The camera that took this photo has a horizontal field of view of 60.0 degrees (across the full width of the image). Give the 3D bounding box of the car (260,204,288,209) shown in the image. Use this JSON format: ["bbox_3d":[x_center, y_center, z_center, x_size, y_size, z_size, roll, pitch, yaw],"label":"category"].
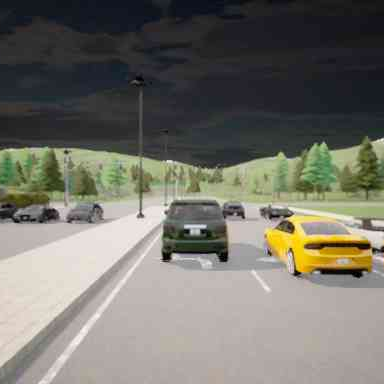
[{"bbox_3d":[7.069,1.681,28.411,1.895,1.301,4.718,0,0,0],"label":"car"}]

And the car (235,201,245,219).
[{"bbox_3d":[3.559,1.589,29.927,1.837,1.490,4.892,0,0,0],"label":"car"}]

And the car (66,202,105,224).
[{"bbox_3d":[-8.111,1.577,25.620,1.837,1.490,4.892,0,0,0],"label":"car"}]

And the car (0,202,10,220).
[{"bbox_3d":[-15.110,1.577,25.562,1.837,1.490,4.892,0,0,0],"label":"car"}]

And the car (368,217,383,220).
[{"bbox_3d":[7.100,1.638,13.184,1.895,1.301,4.718,0,0,0],"label":"car"}]

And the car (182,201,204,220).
[{"bbox_3d":[0.060,1.588,29.767,1.837,1.490,4.892,0,0,0],"label":"car"}]

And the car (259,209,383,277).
[{"bbox_3d":[3.597,1.507,10.391,1.882,1.535,5.008,0,0,0],"label":"car"}]

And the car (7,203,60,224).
[{"bbox_3d":[-11.610,1.635,25.108,1.994,1.385,4.181,0,0,0],"label":"car"}]

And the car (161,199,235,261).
[{"bbox_3d":[0.100,1.259,12.476,2.150,2.045,5.566,0,0,0],"label":"car"}]
